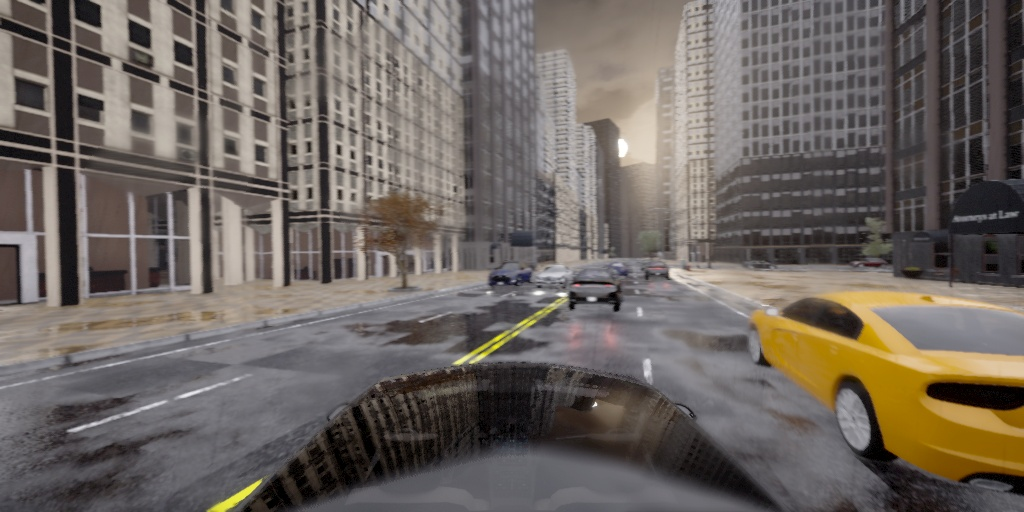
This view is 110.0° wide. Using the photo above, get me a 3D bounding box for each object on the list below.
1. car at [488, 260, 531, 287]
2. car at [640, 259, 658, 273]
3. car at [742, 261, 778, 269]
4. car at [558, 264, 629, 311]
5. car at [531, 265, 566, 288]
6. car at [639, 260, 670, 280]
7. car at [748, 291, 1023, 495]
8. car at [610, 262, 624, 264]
[{"bbox_3d":[-0.037,1.163,25.060,2.097,1.767,4.553,-1,0,19],"label":"car"},{"bbox_3d":[16.660,1.189,43.853,1.837,1.490,4.892,-1,0,19],"label":"car"},{"bbox_3d":[36.317,1.323,52.591,4.403,1.370,2.007,0,0,18],"label":"car"},{"bbox_3d":[3.457,1.238,14.402,2.128,1.511,4.902,-1,0,18],"label":"car"},{"bbox_3d":[2.931,1.302,23.691,1.812,1.442,4.674,-1,0,19],"label":"car"},{"bbox_3d":[12.112,1.187,30.176,2.128,1.511,4.902,-1,0,19],"label":"car"},{"bbox_3d":[4.715,1.185,4.629,1.882,1.535,5.008,-1,0,18],"label":"car"},{"bbox_3d":[9.727,1.254,33.182,1.812,1.442,4.674,-1,0,18],"label":"car"}]
